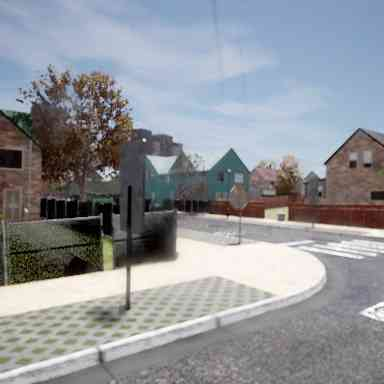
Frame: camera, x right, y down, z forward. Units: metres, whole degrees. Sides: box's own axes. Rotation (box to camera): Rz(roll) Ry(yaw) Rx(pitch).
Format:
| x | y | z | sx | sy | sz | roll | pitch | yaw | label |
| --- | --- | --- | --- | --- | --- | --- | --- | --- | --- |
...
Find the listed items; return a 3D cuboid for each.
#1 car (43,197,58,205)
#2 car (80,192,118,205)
| x | y | z | sx | sy | sz | roll | pitch | yaw | label |
| --- | --- | --- | --- | --- | --- | --- | --- | --- | --- |
| -19.679 | 1.390 | 46.276 | 2.033 | 1.411 | 5.357 | 2 | -1 | -37 | car |
| -9.027 | 1.059 | 31.862 | 2.150 | 2.045 | 5.566 | 2 | -1 | -37 | car |
